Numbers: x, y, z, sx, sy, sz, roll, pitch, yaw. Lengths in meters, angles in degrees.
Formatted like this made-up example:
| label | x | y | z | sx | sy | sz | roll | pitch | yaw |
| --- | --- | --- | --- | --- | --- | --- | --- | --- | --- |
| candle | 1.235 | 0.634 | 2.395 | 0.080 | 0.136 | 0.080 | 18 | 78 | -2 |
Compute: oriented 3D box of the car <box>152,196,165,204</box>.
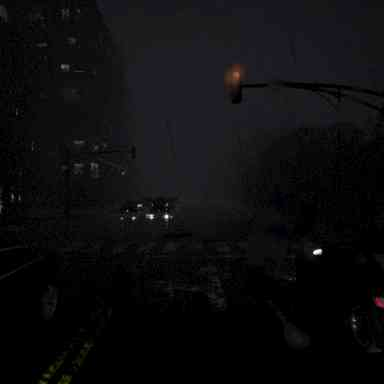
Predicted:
| label | x | y | z | sx | sy | sz | roll | pitch | yaw |
| --- | --- | --- | --- | --- | --- | --- | --- | --- | --- |
| car | -6.706 | 1.516 | 67.552 | 2.128 | 1.511 | 4.902 | 0 | 0 | 0 |

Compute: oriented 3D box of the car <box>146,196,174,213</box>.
| label | x | y | z | sx | sy | sz | roll | pitch | yaw |
| --- | --- | --- | --- | --- | --- | --- | --- | --- | --- |
| car | -3.452 | 1.356 | 36.952 | 2.097 | 1.767 | 4.553 | 0 | 0 | 0 |

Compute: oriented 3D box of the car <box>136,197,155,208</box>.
| label | x | y | z | sx | sy | sz | roll | pitch | yaw |
| --- | --- | --- | --- | --- | --- | --- | --- | --- | --- |
| car | -6.732 | 1.500 | 48.341 | 2.128 | 1.511 | 4.902 | 0 | 0 | 0 |

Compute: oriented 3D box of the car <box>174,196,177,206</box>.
| label | x | y | z | sx | sy | sz | roll | pitch | yaw |
| --- | --- | --- | --- | --- | --- | --- | --- | --- | --- |
| car | -3.471 | 1.534 | 46.021 | 1.812 | 1.442 | 4.674 | 0 | 0 | 0 |

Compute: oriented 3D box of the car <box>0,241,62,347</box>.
| label | x | y | z | sx | sy | sz | roll | pitch | yaw |
| --- | --- | --- | --- | --- | --- | --- | --- | --- | --- |
| car | -3.363 | 1.491 | 4.377 | 2.128 | 1.511 | 4.902 | 0 | 0 | 0 |

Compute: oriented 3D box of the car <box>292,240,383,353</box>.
| label | x | y | z | sx | sy | sz | roll | pitch | yaw |
| --- | --- | --- | --- | --- | --- | --- | --- | --- | --- |
| car | 3.334 | 1.564 | 6.151 | 1.994 | 1.385 | 4.181 | 0 | 0 | 0 |

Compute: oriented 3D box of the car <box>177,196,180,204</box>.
| label | x | y | z | sx | sy | sz | roll | pitch | yaw |
| --- | --- | --- | --- | --- | --- | --- | --- | --- | --- |
| car | -3.479 | 1.527 | 64.405 | 1.837 | 1.490 | 4.892 | 0 | 0 | 0 |

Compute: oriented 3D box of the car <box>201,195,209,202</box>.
| label | x | y | z | sx | sy | sz | roll | pitch | yaw |
| --- | --- | --- | --- | --- | --- | --- | --- | --- | --- |
| car | 3.030 | 1.510 | 78.528 | 1.882 | 1.535 | 5.008 | 0 | 0 | 0 |

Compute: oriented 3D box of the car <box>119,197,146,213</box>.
| label | x | y | z | sx | sy | sz | roll | pitch | yaw |
| --- | --- | --- | --- | --- | --- | --- | --- | --- | --- |
| car | -6.705 | 1.552 | 37.116 | 2.033 | 1.411 | 5.357 | 0 | 0 | 0 |
